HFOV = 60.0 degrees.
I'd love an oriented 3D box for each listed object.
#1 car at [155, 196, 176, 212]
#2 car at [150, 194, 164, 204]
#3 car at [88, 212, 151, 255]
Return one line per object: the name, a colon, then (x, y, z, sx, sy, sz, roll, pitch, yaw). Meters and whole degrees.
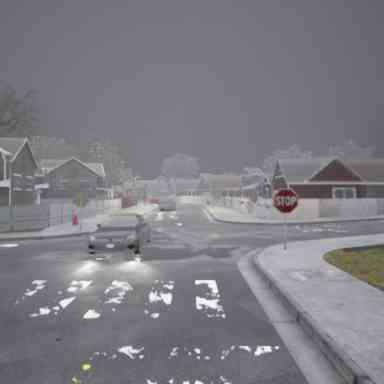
car: (-2.973, 1.609, 39.819, 1.837, 1.490, 4.892, 0, 2, 0)
car: (-6.374, 1.398, 63.560, 2.150, 2.045, 5.566, 0, 1, -23)
car: (-2.771, 1.589, 13.564, 1.812, 1.442, 4.674, -1, 0, 0)
